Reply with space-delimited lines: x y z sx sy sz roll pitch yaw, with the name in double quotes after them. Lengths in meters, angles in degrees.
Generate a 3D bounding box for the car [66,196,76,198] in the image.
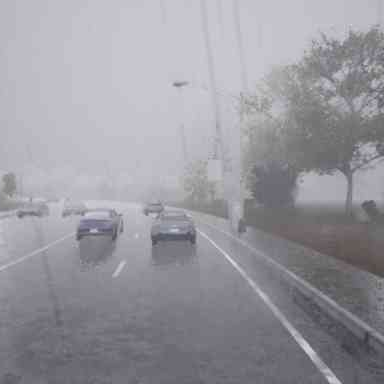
-25.288 1.542 69.665 1.837 1.490 4.892 0 0 -29 "car"

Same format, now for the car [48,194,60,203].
-28.330 1.399 67.935 2.097 1.767 4.553 0 0 -29 "car"

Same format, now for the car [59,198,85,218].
-10.667 1.561 30.513 1.812 1.442 4.674 0 0 -13 "car"

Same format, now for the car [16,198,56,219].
-14.063 1.586 29.849 2.033 1.411 5.357 0 0 -12 "car"

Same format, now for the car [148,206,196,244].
-0.957 1.577 15.922 1.994 1.385 4.181 0 0 -6 "car"

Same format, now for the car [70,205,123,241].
-4.586 1.545 16.935 1.812 1.442 4.674 0 0 -7 "car"

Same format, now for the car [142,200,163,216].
-3.948 1.522 33.340 2.128 1.511 4.902 0 0 -13 "car"
